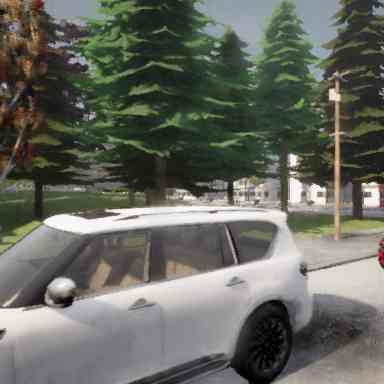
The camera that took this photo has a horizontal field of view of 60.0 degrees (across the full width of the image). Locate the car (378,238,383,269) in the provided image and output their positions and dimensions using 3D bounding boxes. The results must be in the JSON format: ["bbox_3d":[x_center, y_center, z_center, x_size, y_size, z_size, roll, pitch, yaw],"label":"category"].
[{"bbox_3d":[7.465,1.483,9.892,5.008,1.535,1.882,0,0,-35],"label":"car"}]

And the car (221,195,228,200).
[{"bbox_3d":[10.548,1.545,94.412,4.536,1.218,1.853,0,0,-6],"label":"car"}]

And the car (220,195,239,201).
[{"bbox_3d":[10.599,1.702,94.417,4.974,1.542,2.038,0,0,-6],"label":"car"}]

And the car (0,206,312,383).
[{"bbox_3d":[-0.949,1.224,3.899,5.566,2.045,2.150,0,0,-35],"label":"car"}]
